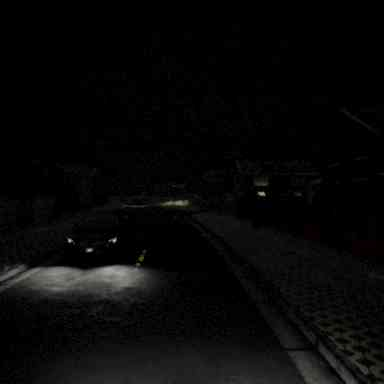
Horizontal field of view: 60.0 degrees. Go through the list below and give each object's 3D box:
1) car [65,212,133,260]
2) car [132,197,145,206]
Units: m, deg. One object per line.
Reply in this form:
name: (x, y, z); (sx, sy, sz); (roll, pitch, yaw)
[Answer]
car: (-3.347, 1.533, 12.681); (1.812, 1.442, 4.674); (0, 0, -4)
car: (-9.236, 1.629, 57.919); (2.033, 1.411, 5.357); (0, 0, -4)
